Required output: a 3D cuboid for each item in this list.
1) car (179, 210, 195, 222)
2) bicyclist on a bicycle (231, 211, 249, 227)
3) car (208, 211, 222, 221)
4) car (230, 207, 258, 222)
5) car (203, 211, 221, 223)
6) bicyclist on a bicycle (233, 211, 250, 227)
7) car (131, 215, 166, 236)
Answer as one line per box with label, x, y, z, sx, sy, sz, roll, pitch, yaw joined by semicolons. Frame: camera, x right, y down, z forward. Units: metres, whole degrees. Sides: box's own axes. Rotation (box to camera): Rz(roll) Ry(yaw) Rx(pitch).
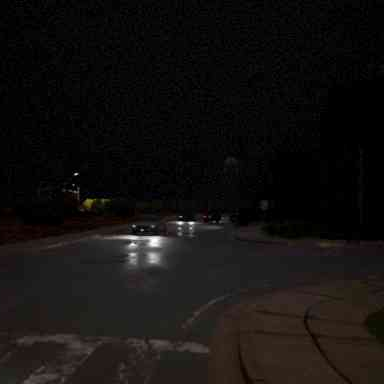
car;-0.649;3.308;46.093;1.837;1.490;4.892;0;-3;7
bicyclist on a bicycle;4.766;2.788;33.996;1.656;1.620;0.582;0;-1;-4
car;3.572;3.679;51.824;1.895;1.301;4.718;1;-2;7
car;6.783;2.955;43.647;1.905;1.878;3.866;-5;0;-36
car;2.412;3.166;41.863;2.033;1.411;5.357;0;-3;7
bicyclist on a bicycle;5.136;2.804;34.500;1.656;1.620;0.582;0;-2;-12
car;-3.199;2.467;25.480;1.812;1.442;4.674;1;-2;7
